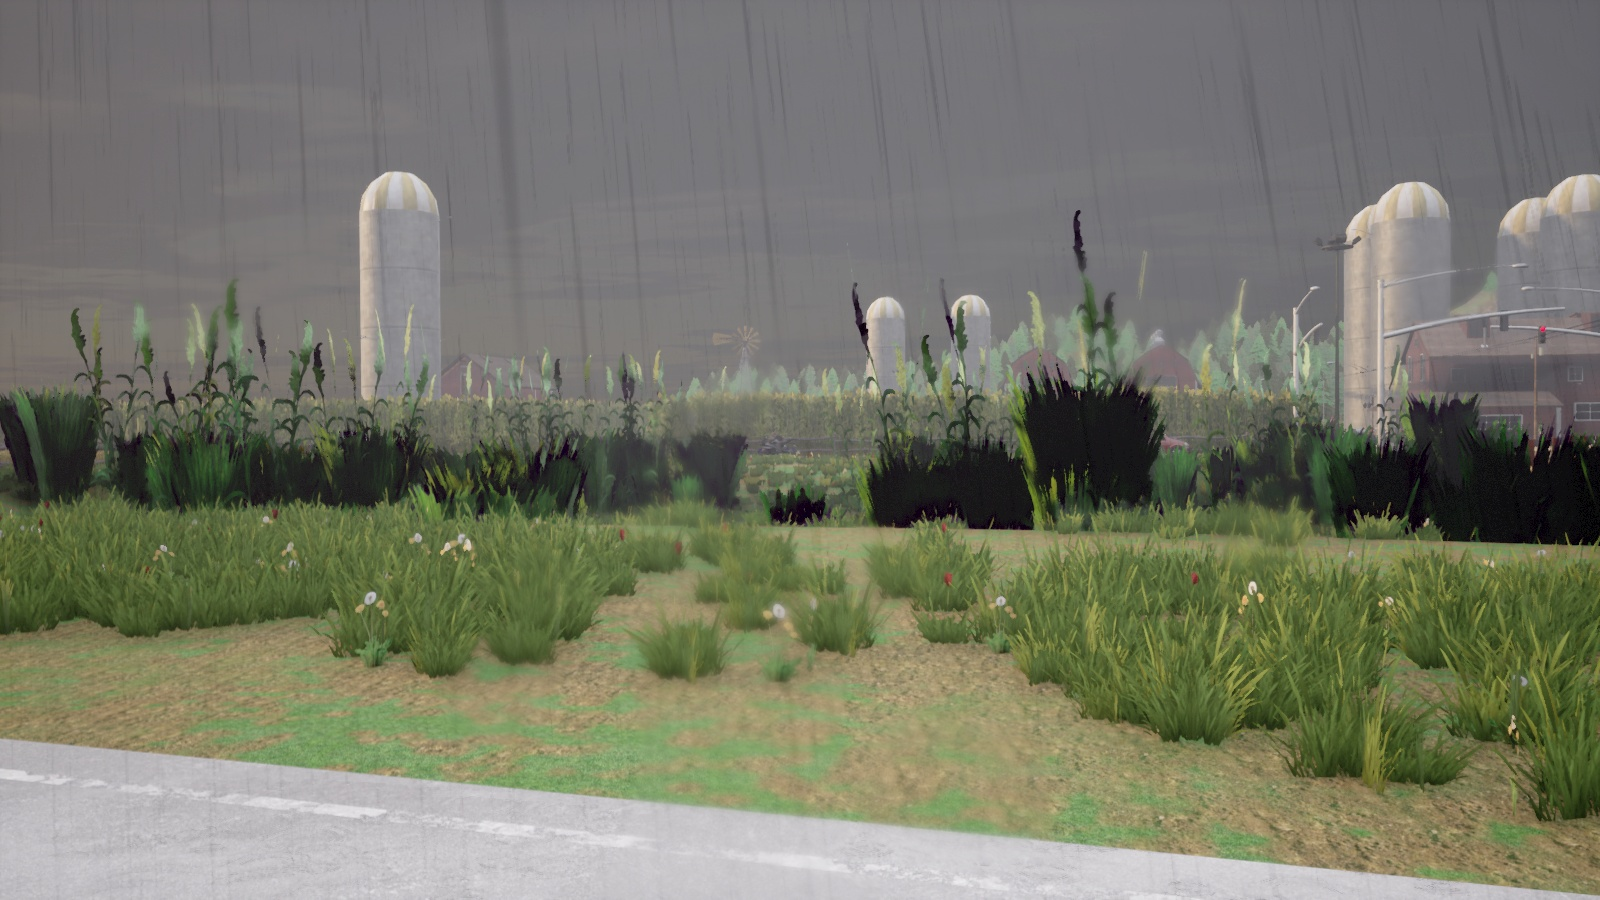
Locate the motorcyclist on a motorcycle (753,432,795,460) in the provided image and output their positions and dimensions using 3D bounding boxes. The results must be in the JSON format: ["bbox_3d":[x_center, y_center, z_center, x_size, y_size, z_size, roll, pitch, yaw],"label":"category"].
[{"bbox_3d":[-1.422,-0.236,69.627,2.191,1.530,0.866,0,1,12],"label":"motorcyclist on a motorcycle"}]

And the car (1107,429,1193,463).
[{"bbox_3d":[17.325,-0.204,62.305,3.988,1.617,1.851,0,1,12],"label":"car"}]
